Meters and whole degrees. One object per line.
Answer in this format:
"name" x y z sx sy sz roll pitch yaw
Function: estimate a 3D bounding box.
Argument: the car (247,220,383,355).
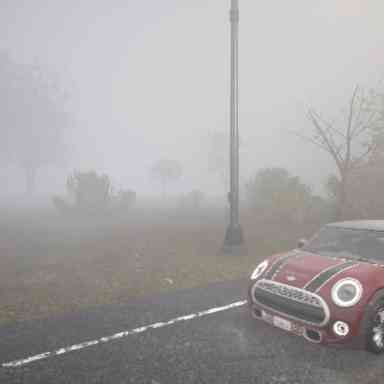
"car" 3.172 1.354 6.220 4.553 1.767 2.097 0 0 -35
